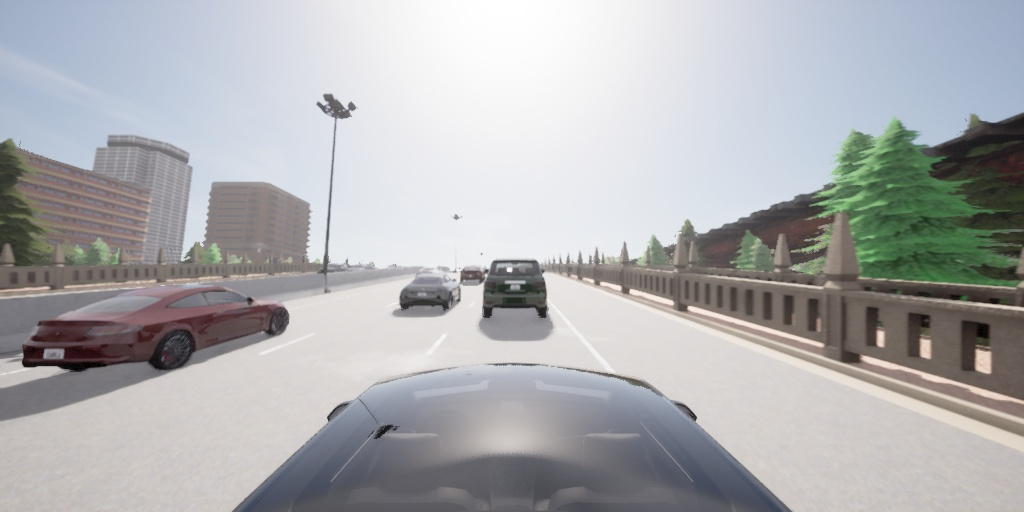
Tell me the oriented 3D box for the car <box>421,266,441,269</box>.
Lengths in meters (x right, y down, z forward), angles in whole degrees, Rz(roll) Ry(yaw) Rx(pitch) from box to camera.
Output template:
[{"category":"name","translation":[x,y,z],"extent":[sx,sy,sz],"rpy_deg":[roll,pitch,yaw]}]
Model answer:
[{"category":"car","translation":[-6.898,1.539,30.753],"extent":[1.812,1.442,4.674],"rpy_deg":[0,0,0]}]

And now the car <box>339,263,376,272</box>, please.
[{"category":"car","translation":[-17.584,1.662,41.888],"extent":[2.033,1.411,5.357],"rpy_deg":[0,-1,0]}]

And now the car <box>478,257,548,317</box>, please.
[{"category":"car","translation":[0.101,1.081,13.797],"extent":[2.150,2.045,5.566],"rpy_deg":[0,0,0]}]

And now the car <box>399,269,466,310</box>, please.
[{"category":"car","translation":[-3.399,1.440,15.574],"extent":[1.994,1.385,4.181],"rpy_deg":[0,0,0]}]

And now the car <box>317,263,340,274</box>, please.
[{"category":"car","translation":[-21.079,1.624,42.474],"extent":[1.837,1.490,4.892],"rpy_deg":[0,-1,0]}]

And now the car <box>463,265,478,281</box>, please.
[{"category":"car","translation":[-3.398,1.500,31.784],"extent":[1.882,1.535,5.008],"rpy_deg":[0,0,0]}]

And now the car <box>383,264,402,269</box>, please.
[{"category":"car","translation":[-14.080,1.685,42.634],"extent":[1.994,1.385,4.181],"rpy_deg":[0,0,0]}]

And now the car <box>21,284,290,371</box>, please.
[{"category":"car","translation":[-6.901,1.330,7.707],"extent":[1.812,1.442,4.674],"rpy_deg":[0,0,0]}]
